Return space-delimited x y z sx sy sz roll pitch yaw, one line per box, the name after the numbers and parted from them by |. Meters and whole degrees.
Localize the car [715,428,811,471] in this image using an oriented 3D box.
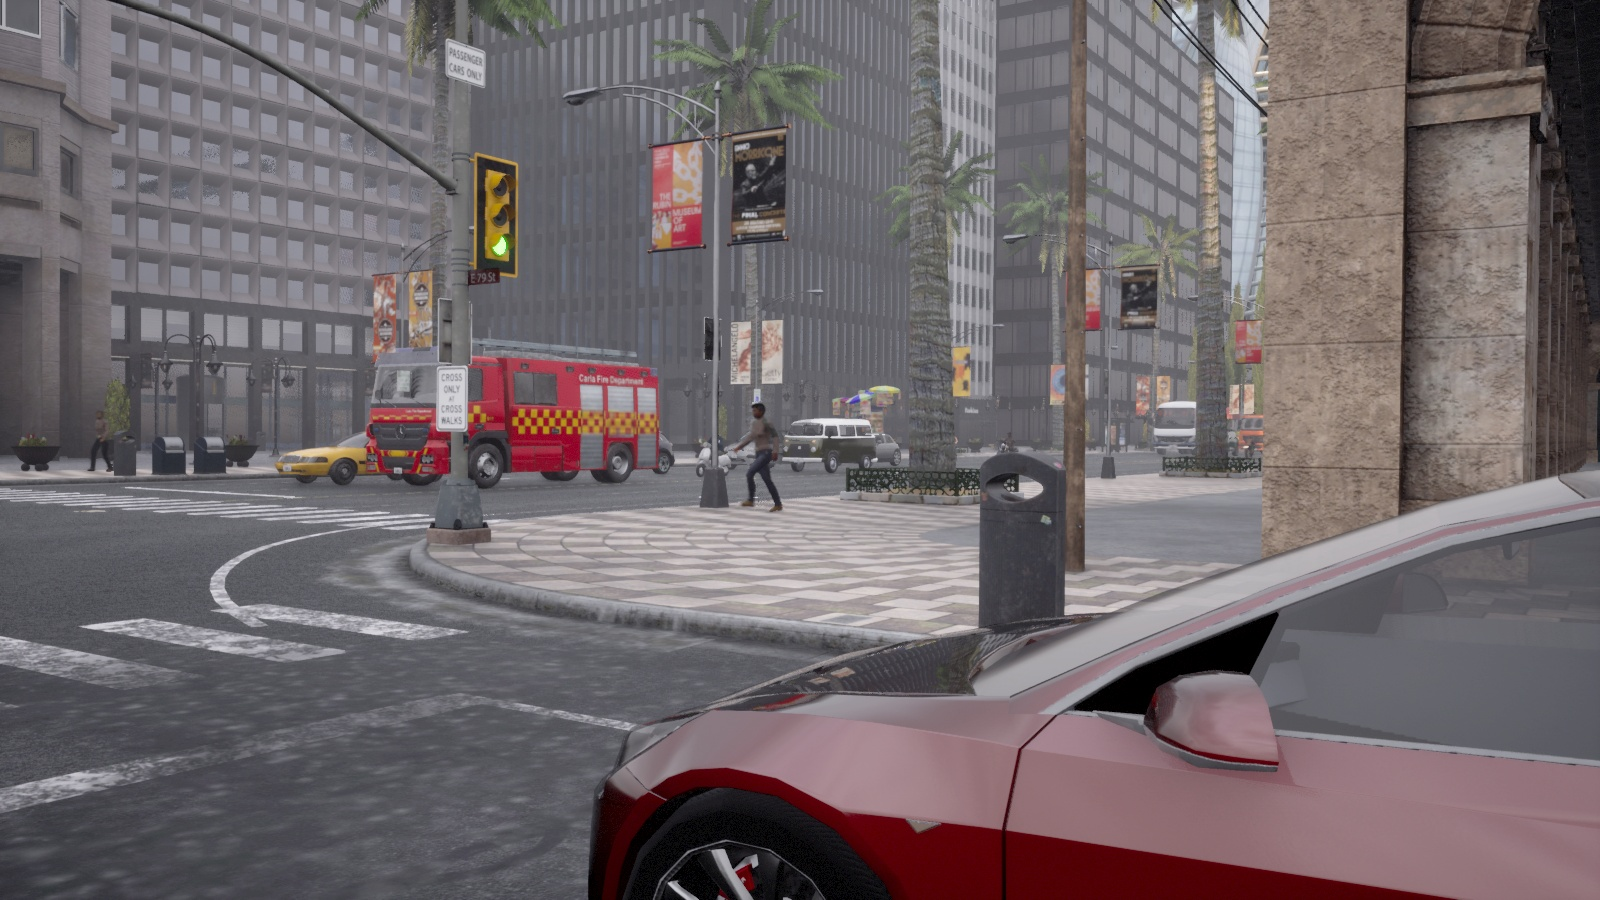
-1.431 -0.042 50.141 1.851 1.617 3.988 0 1 33 | car

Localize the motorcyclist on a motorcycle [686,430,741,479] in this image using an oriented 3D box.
-2.858 0.142 41.631 0.866 1.590 1.817 0 1 33 | motorcyclist on a motorcycle

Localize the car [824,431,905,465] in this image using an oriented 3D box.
2.949 -0.104 56.750 1.970 1.475 3.806 0 1 33 | car

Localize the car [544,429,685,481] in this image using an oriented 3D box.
-6.252 0.133 42.845 2.033 1.649 4.856 0 1 34 | car

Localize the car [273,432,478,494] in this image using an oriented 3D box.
-11.592 0.302 34.719 1.801 1.575 5.366 0 1 34 | car

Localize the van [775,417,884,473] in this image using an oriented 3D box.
1.180 -0.208 47.746 2.069 2.038 4.480 0 1 33 | van

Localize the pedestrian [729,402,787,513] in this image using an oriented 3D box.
-0.689 0.112 20.665 0.869 1.805 0.328 -1 1 -27 | pedestrian

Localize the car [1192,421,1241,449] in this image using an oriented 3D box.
31.271 -1.118 94.183 2.150 2.045 5.566 0 1 33 | car

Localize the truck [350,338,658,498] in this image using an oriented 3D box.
-7.730 -0.831 34.274 2.891 3.827 8.468 0 1 33 | truck

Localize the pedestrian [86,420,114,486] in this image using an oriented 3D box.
-19.968 0.080 35.849 0.331 1.846 0.634 0 1 13 | pedestrian

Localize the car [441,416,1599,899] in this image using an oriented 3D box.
1.787 0.681 2.457 4.792 1.488 2.163 0 1 33 | car
